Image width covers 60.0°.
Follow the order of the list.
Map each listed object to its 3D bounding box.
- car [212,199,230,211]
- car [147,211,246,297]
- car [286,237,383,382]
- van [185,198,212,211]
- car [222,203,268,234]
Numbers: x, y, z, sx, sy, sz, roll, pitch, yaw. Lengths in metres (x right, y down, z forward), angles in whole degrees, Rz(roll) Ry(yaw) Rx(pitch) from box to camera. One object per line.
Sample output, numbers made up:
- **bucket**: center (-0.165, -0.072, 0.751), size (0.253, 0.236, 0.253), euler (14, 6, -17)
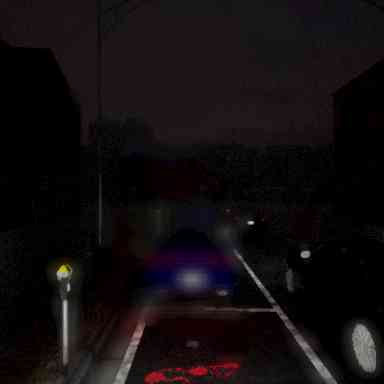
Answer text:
- **car**: center (3.065, 1.502, 34.142), size (2.128, 1.511, 4.902), euler (0, 0, 1)
- **car**: center (0.006, 1.477, 8.651), size (1.882, 1.535, 5.008), euler (0, 0, 0)
- **car**: center (3.021, 1.477, 5.466), size (1.882, 1.535, 5.008), euler (0, 0, 0)
- **van**: center (0.374, 1.345, 25.499), size (1.690, 1.788, 3.998), euler (-1, 0, 0)
- **car**: center (3.068, 1.566, 19.266), size (1.994, 1.385, 4.181), euler (0, 0, 1)
